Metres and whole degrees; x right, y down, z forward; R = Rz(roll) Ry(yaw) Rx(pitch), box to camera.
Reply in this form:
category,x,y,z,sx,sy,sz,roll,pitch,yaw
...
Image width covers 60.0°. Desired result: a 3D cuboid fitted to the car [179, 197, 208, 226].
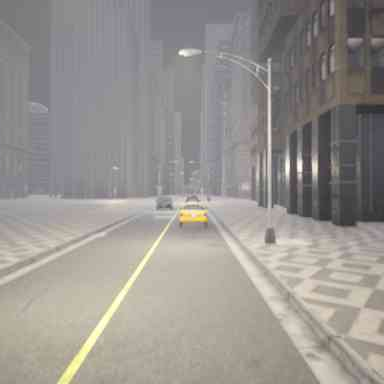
category,x,y,z,sx,sy,sz,roll,pitch,yaw
car,0.091,1.347,22.160,1.801,1.575,5.366,0,0,0

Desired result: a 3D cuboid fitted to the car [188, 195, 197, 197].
category,x,y,z,sx,sy,sz,roll,pitch,yaw
car,0.078,1.238,44.812,2.033,1.649,4.856,0,0,0

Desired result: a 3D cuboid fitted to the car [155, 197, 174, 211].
category,x,y,z,sx,sy,sz,roll,pitch,yaw
car,-3.103,1.329,38.644,1.837,1.490,4.892,0,1,0
